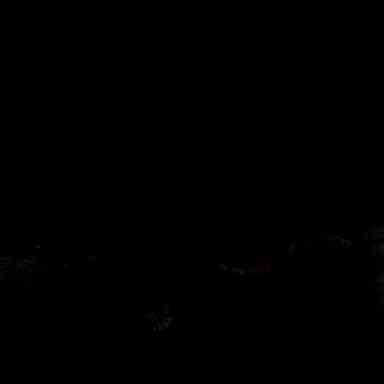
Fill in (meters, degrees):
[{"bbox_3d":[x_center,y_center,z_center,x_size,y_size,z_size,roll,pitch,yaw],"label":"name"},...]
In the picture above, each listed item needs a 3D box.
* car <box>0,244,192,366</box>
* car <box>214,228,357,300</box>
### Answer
[{"bbox_3d":[-1.998,1.566,5.111,4.313,1.339,1.947,0,0,-35],"label":"car"},{"bbox_3d":[2.483,1.582,8.302,4.206,1.307,1.802,0,0,-35],"label":"car"}]
